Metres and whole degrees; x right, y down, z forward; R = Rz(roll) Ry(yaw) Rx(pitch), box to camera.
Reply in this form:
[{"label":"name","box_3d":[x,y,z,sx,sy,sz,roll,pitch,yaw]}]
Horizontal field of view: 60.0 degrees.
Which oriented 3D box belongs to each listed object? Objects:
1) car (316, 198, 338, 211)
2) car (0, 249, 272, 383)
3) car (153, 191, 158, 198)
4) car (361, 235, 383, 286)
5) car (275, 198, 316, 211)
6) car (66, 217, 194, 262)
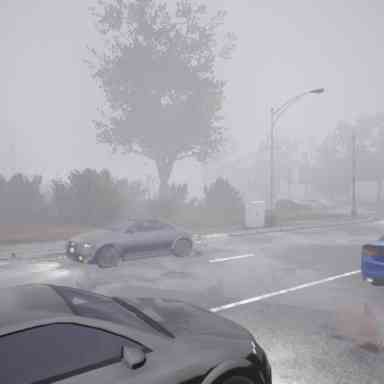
[{"label":"car","box_3d":[15.693,1.524,41.162,1.812,1.442,4.674,0,0,-33]},{"label":"car","box_3d":[-1.251,1.564,2.856,4.181,1.385,1.994,0,0,-36]},{"label":"car","box_3d":[-5.878,0.901,67.396,2.150,2.045,5.566,0,0,-36]},{"label":"car","box_3d":[6.126,1.477,8.155,5.008,1.535,1.882,0,0,-36]},{"label":"car","box_3d":[12.171,1.524,40.170,1.812,1.442,4.674,0,0,-33]},{"label":"car","box_3d":[-1.986,1.564,11.191,4.181,1.385,1.994,0,0,-36]}]
